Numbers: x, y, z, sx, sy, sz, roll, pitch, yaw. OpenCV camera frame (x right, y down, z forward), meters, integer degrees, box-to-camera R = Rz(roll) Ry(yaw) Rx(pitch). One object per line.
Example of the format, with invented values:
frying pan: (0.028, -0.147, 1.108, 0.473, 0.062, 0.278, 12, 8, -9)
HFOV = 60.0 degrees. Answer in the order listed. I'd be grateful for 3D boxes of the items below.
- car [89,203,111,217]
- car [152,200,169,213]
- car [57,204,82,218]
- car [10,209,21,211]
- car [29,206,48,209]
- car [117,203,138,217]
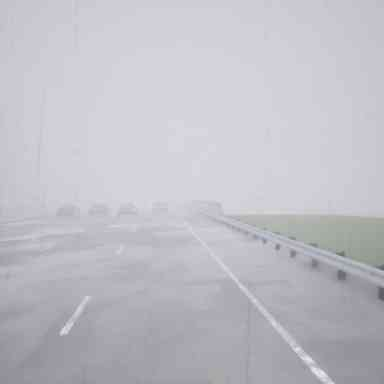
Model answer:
car: (-10.691, 1.988, 38.786, 2.128, 1.511, 4.902, -2, 0, -5)
car: (-3.824, 1.681, 40.463, 1.882, 1.535, 5.008, -2, 0, -5)
car: (-14.175, 2.151, 38.504, 1.837, 1.490, 4.892, -2, 0, -5)
car: (-30.351, 3.061, 59.091, 2.033, 1.411, 5.357, -2, -1, -6)
car: (-26.887, 2.972, 59.557, 1.895, 1.301, 4.718, -2, -1, -5)
car: (-6.892, 1.875, 35.693, 2.033, 1.411, 5.357, -2, 0, -5)
